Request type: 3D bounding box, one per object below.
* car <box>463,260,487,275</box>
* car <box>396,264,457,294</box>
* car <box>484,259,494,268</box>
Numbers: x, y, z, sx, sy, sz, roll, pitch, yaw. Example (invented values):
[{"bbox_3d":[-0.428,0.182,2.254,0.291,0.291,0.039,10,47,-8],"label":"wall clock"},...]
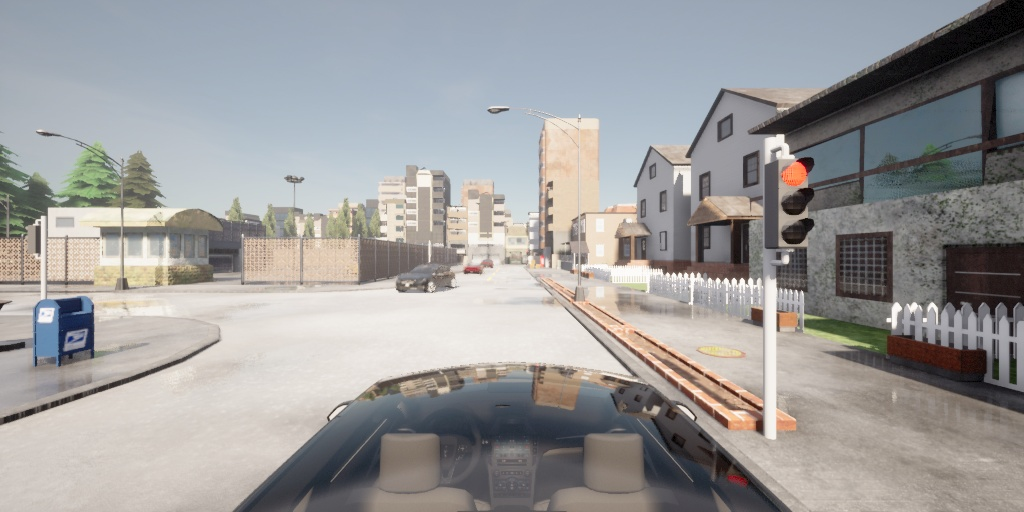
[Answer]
[{"bbox_3d":[-4.114,1.351,38.582,1.895,1.301,4.718,0,0,0],"label":"car"},{"bbox_3d":[-4.787,1.255,20.770,1.837,1.490,4.892,1,0,14],"label":"car"},{"bbox_3d":[-4.027,1.228,59.175,1.882,1.535,5.008,0,0,0],"label":"car"}]
